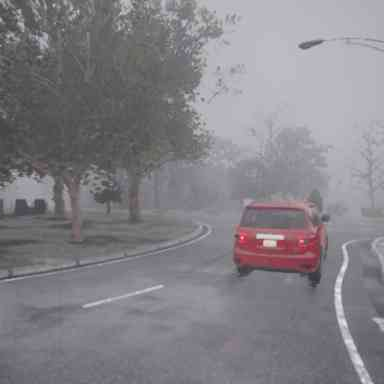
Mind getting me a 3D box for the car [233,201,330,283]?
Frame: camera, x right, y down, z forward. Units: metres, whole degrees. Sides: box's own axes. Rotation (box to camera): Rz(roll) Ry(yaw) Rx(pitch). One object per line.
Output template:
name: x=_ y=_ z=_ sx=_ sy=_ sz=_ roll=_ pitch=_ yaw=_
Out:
car: x=2.931 y=1.293 z=10.290 sx=2.150 sy=2.045 sz=5.566 roll=0 pitch=0 yaw=24
